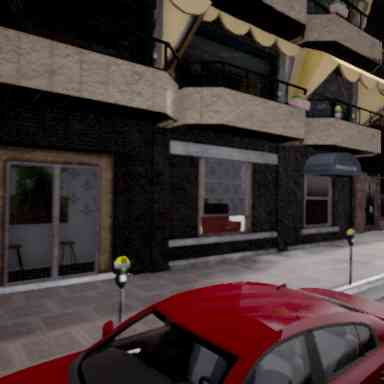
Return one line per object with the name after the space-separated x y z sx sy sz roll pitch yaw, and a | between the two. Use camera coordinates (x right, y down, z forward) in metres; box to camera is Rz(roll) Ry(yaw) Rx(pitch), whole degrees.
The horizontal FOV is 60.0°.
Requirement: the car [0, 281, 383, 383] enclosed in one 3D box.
0.240 1.545 2.669 4.507 1.381 1.887 0 1 -37 | car
